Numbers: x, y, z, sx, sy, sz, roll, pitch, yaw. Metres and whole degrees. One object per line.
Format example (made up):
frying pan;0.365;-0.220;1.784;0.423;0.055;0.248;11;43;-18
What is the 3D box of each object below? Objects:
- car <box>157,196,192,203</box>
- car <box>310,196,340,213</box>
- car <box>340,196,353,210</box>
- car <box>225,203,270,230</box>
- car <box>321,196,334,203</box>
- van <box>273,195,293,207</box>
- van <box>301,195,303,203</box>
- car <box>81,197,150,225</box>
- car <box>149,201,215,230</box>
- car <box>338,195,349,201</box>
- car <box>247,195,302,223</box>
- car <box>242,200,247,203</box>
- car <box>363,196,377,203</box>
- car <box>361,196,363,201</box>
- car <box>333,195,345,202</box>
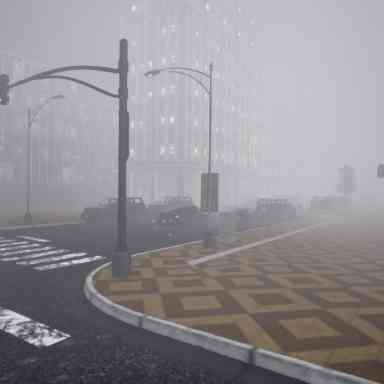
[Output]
car;-1.749;1.282;28.934;2.192;1.841;5.009;1;0;35
car;15.391;1.426;39.160;2.192;1.841;5.009;1;0;35
car;20.380;1.436;46.282;2.192;1.841;5.009;1;0;35
car;3.306;1.667;21.999;1.802;1.307;4.206;1;0;35
car;30.001;1.615;73.465;1.802;1.307;4.206;1;1;35
van;13.953;1.343;50.842;1.690;1.788;3.998;1;0;35
van;17.164;1.350;55.366;1.690;1.788;3.998;1;0;35
car;-5.412;1.273;23.770;2.192;1.841;5.009;1;0;35
car;-0.334;1.568;21.523;1.812;1.442;4.674;1;1;35
car;39.632;1.614;87.037;1.947;1.339;4.313;1;1;35
car;6.803;1.408;26.922;2.192;1.841;5.009;1;0;35
car;7.775;1.429;42.247;1.967;1.590;4.097;1;0;35
car;39.639;1.597;73.429;1.967;1.590;4.097;1;1;35
car;44.107;1.654;84.158;2.128;1.511;4.902;1;1;35
car;36.324;1.569;82.374;1.752;1.417;4.829;1;1;35
